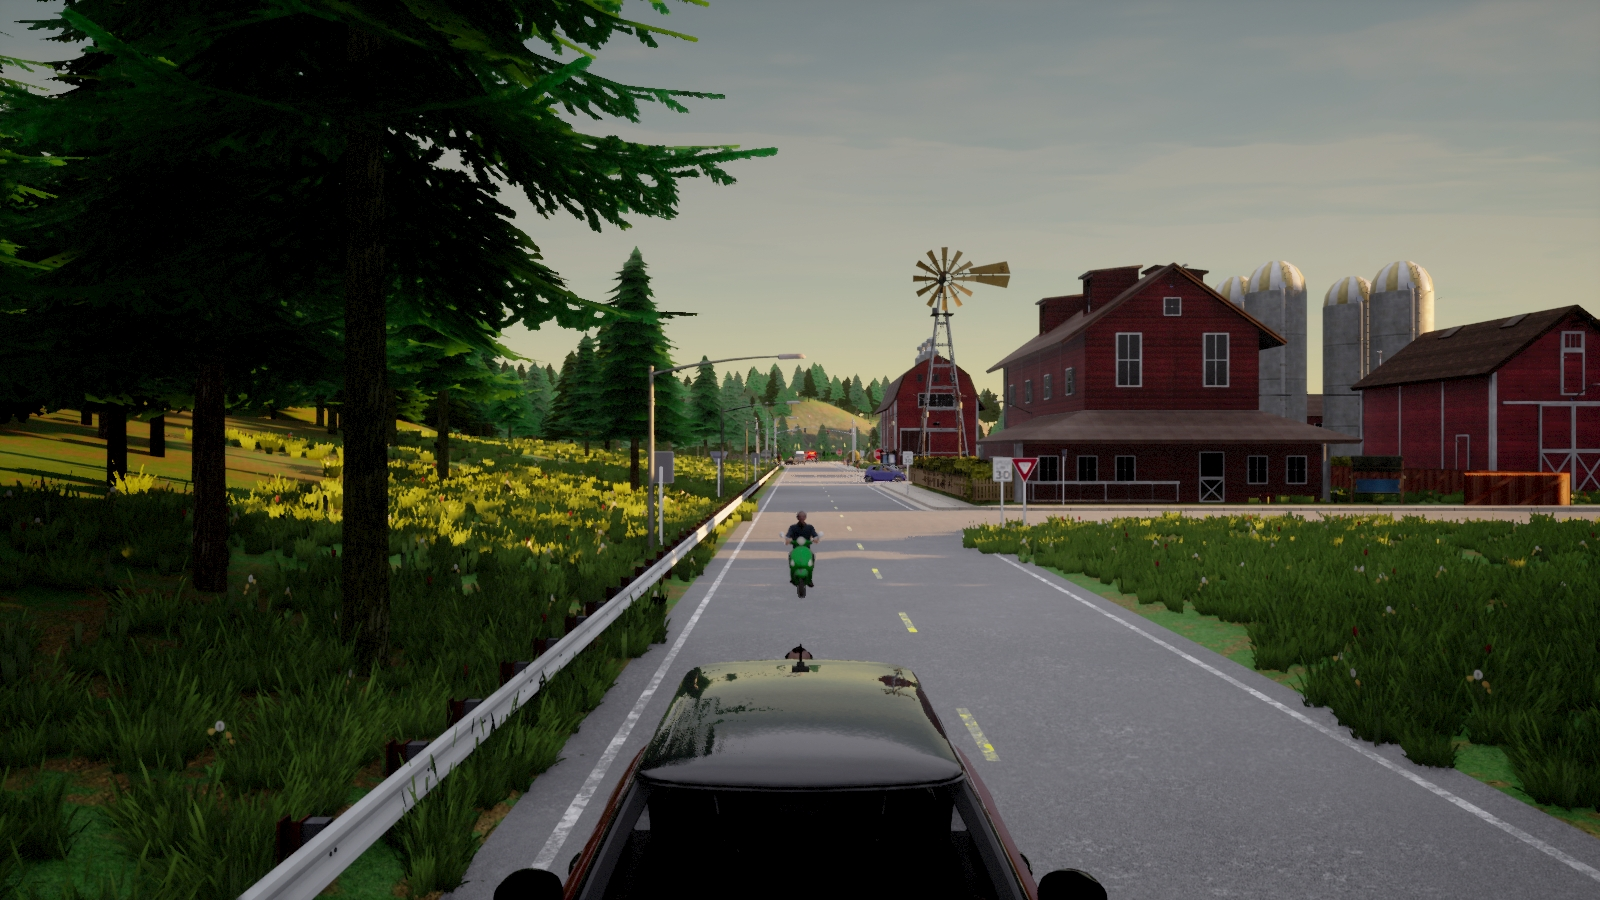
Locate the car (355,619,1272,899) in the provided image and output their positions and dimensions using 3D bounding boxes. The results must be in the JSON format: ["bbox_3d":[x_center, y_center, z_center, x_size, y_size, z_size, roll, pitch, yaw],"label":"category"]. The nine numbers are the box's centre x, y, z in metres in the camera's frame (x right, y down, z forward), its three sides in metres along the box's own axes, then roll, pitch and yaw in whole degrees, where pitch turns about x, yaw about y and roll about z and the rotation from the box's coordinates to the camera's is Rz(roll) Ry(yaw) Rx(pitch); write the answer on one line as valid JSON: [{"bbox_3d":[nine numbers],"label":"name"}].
[{"bbox_3d":[0.032,1.899,4.503,2.097,1.767,4.553,0,0,0],"label":"car"}]

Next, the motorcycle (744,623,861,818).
[{"bbox_3d":[0.013,2.231,9.842,0.867,1.251,2.209,-1,-3,0],"label":"motorcycle"}]
